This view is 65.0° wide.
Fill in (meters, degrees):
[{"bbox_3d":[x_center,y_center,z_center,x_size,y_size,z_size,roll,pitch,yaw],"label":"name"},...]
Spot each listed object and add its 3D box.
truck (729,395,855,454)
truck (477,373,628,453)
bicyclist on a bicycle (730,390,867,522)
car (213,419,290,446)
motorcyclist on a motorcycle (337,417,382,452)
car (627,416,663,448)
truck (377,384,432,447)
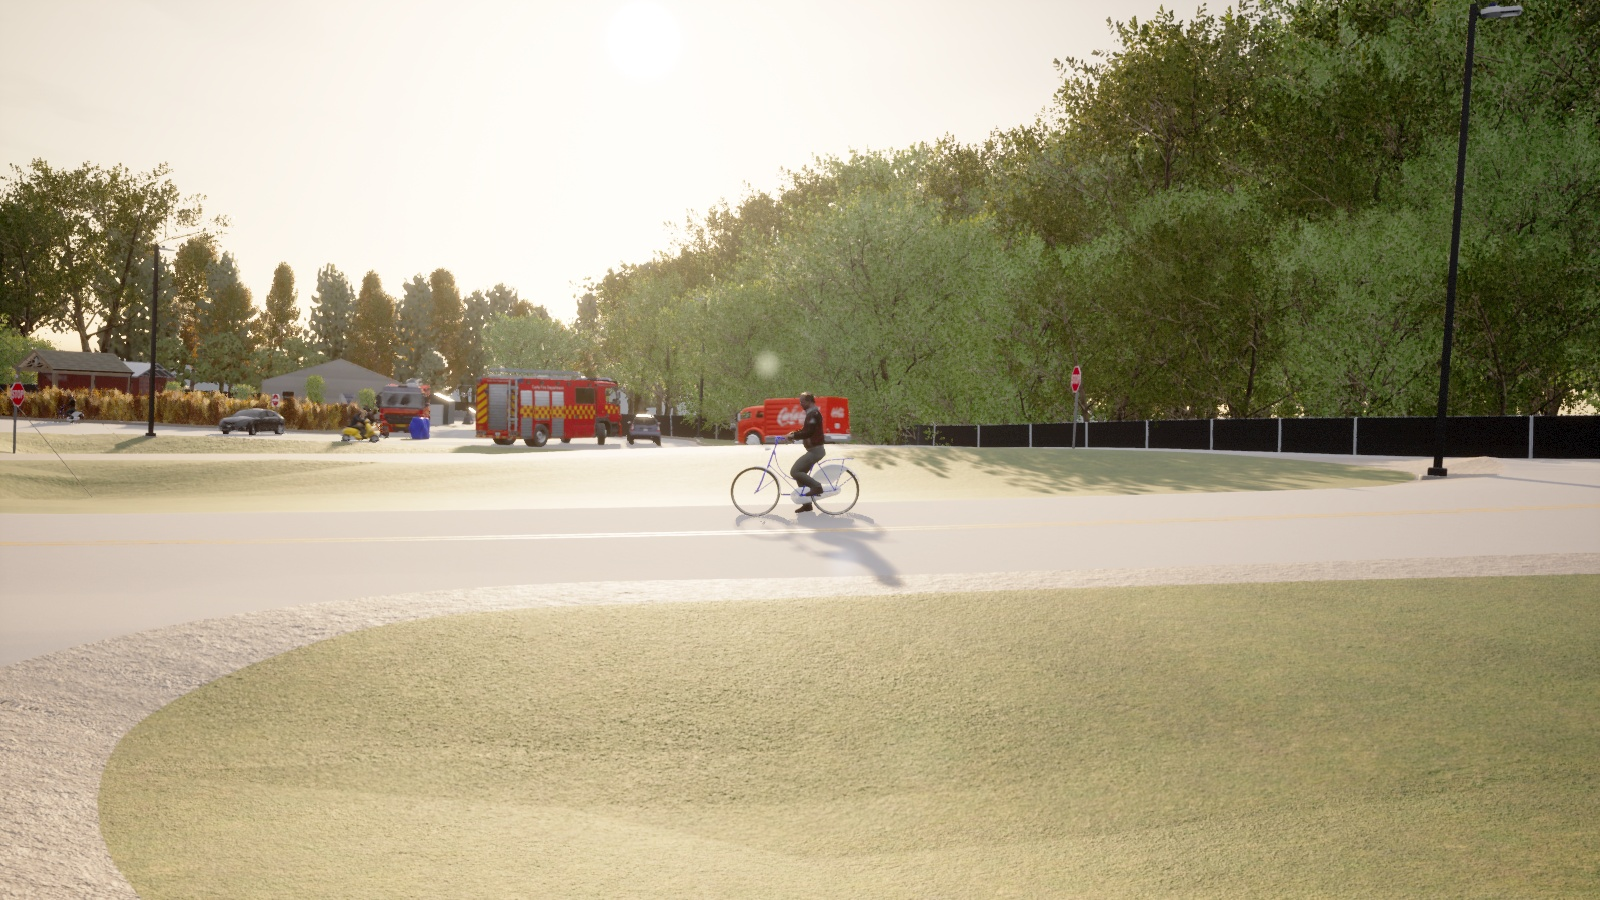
[{"bbox_3d":[-0.392,-1.148,58.873,5.204,2.467,2.627,-3,0,31],"label":"truck"},{"bbox_3d":[-12.612,-1.944,64.841,2.891,3.827,8.468,1,2,28],"label":"truck"},{"bbox_3d":[-0.028,0.070,17.746,1.843,1.776,0.659,-2,3,-5],"label":"bicyclist on a bicycle"},{"bbox_3d":[-31.729,-1.049,72.770,1.837,1.490,4.892,1,2,7],"label":"car"},{"bbox_3d":[-20.949,-0.736,59.768,1.817,1.590,0.866,1,2,-3],"label":"motorcyclist on a motorcycle"},{"bbox_3d":[-8.636,-1.036,69.725,1.851,1.617,3.988,1,2,-8],"label":"car"},{"bbox_3d":[-27.435,-2.485,87.405,2.891,3.827,8.468,1,5,-13],"label":"truck"}]
